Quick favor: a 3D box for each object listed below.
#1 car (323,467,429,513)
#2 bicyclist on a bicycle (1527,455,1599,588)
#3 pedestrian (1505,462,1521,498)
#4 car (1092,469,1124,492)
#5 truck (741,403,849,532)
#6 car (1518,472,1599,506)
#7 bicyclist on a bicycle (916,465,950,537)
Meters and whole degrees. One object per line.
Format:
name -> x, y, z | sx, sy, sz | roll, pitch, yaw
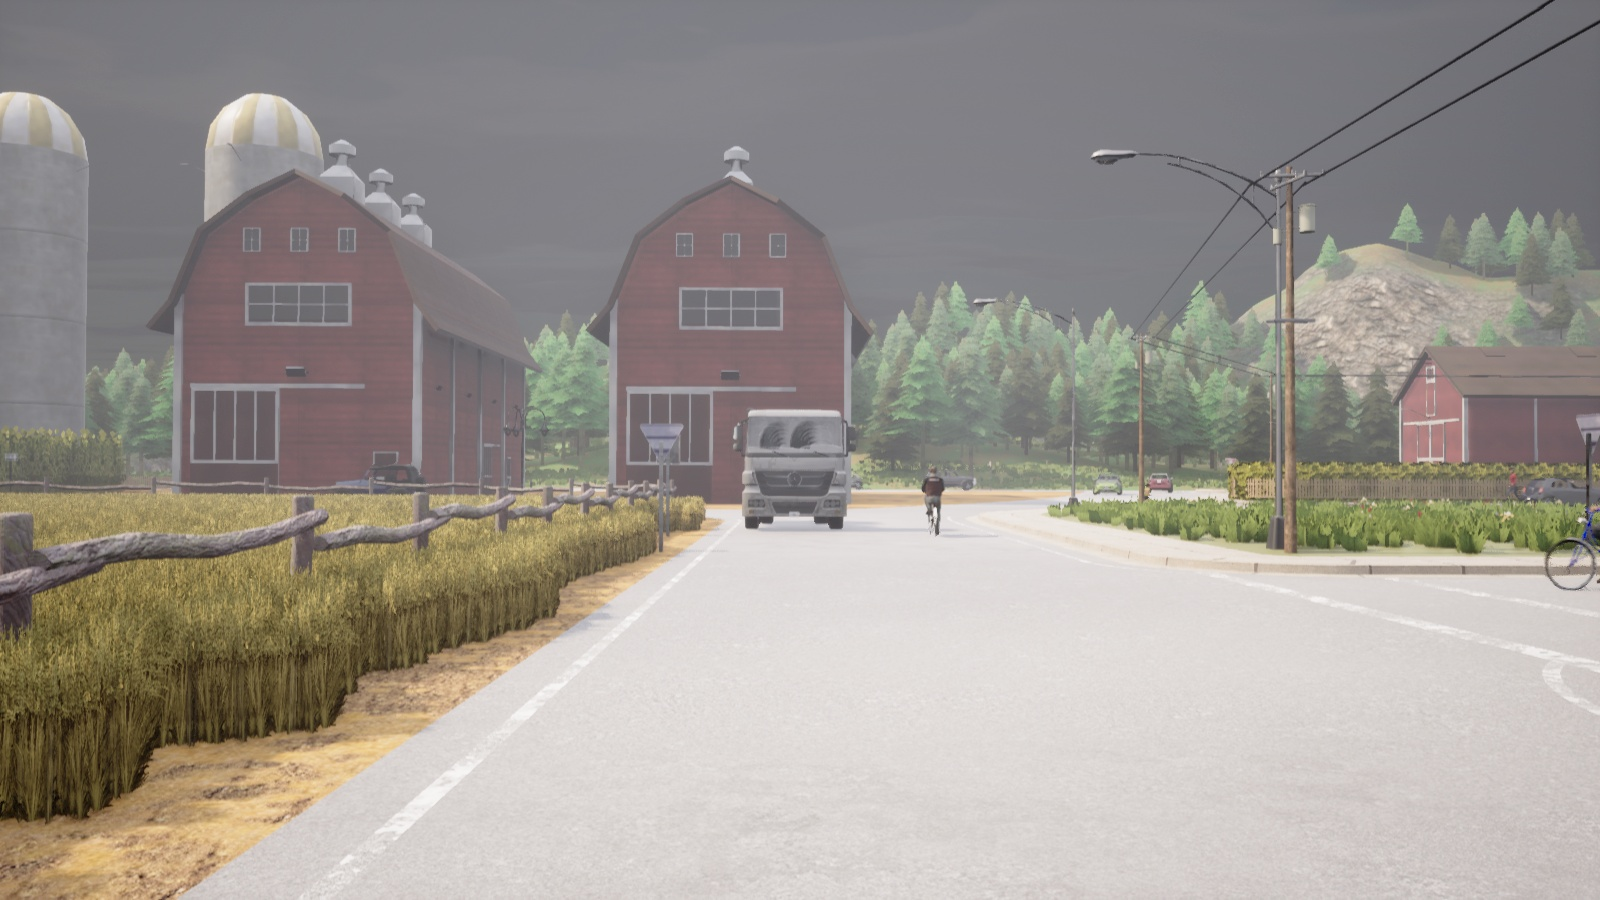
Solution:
car -> -17.800, 1.674, 52.862 | 3.866, 1.878, 1.905 | 0, -1, -3
bicyclist on a bicycle -> 11.062, 0.966, 17.190 | 1.843, 1.776, 0.659 | 0, -1, -1
pedestrian -> 36.893, 1.541, 64.977 | 0.636, 1.846, 0.331 | 0, -1, 3
car -> 21.666, 2.146, 88.216 | 2.007, 1.525, 4.514 | -1, -1, 16
truck -> -0.169, 0.546, 37.883 | 2.891, 3.462, 7.936 | 0, -1, 0
car -> 35.312, 1.769, 57.626 | 3.633, 1.501, 1.845 | 0, -1, 0
bicyclist on a bicycle -> 3.374, 1.272, 31.919 | 0.659, 1.776, 1.843 | 0, -1, 0
